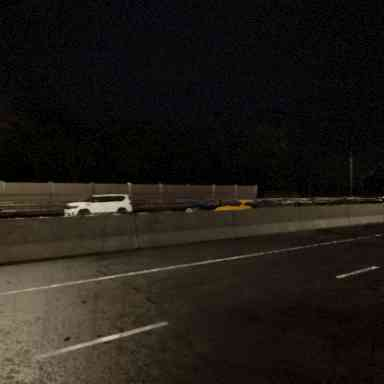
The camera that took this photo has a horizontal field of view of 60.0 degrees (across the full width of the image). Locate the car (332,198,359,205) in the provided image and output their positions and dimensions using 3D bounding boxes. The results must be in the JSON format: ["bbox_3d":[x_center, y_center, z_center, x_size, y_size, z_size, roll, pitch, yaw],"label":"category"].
[{"bbox_3d":[23.313,1.611,50.646,4.718,1.301,1.895,0,0,-35],"label":"car"}]

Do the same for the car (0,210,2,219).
[{"bbox_3d":[-14.126,1.478,19.694,5.008,1.535,1.882,0,0,-35],"label":"car"}]

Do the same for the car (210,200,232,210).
[{"bbox_3d":[4.300,1.479,28.550,5.008,1.535,1.882,0,0,-35],"label":"car"}]

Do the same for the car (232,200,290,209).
[{"bbox_3d":[5.636,1.506,25.204,4.892,1.490,1.837,0,0,-35],"label":"car"}]

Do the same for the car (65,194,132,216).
[{"bbox_3d":[-7.828,1.222,28.380,5.566,2.045,2.150,0,0,-37],"label":"car"}]

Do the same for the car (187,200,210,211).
[{"bbox_3d":[1.752,1.493,31.031,4.902,1.511,2.128,0,0,-35],"label":"car"}]
